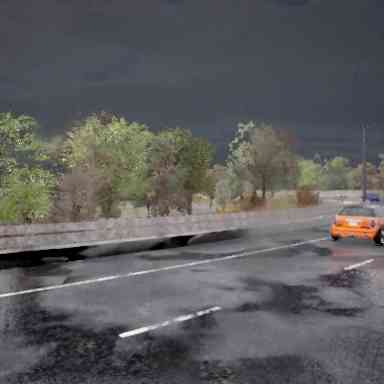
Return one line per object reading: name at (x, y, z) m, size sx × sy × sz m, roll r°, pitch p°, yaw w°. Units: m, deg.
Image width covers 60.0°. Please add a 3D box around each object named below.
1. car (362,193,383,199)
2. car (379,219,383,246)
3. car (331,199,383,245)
car at (38.287, 1.284, 71.276) m, size 2.150 × 2.045 × 5.566 m, roll 0°, pitch 0°, yaw 9°
car at (8.148, 1.575, 10.644) m, size 5.357 × 1.411 × 2.033 m, roll 0°, pitch 0°, yaw -42°
car at (8.517, 1.398, 15.957) m, size 4.553 × 1.767 × 2.097 m, roll 0°, pitch 0°, yaw -45°
